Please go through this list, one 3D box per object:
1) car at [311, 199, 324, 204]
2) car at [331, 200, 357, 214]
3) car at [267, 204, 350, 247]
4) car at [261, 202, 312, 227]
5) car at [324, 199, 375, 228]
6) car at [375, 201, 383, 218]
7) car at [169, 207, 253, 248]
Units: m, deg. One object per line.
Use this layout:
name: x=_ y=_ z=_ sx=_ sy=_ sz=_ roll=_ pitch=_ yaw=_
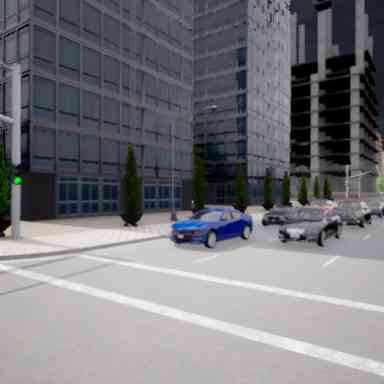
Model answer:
car: x=11.224 y=1.430 z=29.312 sx=2.097 sy=1.767 sz=4.553 roll=0 pitch=0 yaw=36
car: x=17.187 y=1.638 z=37.542 sx=1.812 sy=1.442 sz=4.674 roll=0 pitch=0 yaw=36
car: x=5.616 y=1.527 z=15.564 sx=2.128 sy=1.511 sz=4.902 roll=0 pitch=0 yaw=36
car: x=6.282 y=1.613 z=22.462 sx=1.994 sy=1.385 sz=4.181 roll=0 pitch=0 yaw=36
car: x=10.958 y=1.418 z=22.967 sx=2.097 sy=1.767 sz=4.553 roll=0 pitch=0 yaw=36
car: x=17.029 y=1.606 z=31.366 sx=1.837 sy=1.490 sz=4.892 roll=0 pitch=0 yaw=36
car: x=1.014 y=1.497 z=15.178 sx=1.882 sy=1.535 sz=5.008 roll=0 pitch=0 yaw=36
